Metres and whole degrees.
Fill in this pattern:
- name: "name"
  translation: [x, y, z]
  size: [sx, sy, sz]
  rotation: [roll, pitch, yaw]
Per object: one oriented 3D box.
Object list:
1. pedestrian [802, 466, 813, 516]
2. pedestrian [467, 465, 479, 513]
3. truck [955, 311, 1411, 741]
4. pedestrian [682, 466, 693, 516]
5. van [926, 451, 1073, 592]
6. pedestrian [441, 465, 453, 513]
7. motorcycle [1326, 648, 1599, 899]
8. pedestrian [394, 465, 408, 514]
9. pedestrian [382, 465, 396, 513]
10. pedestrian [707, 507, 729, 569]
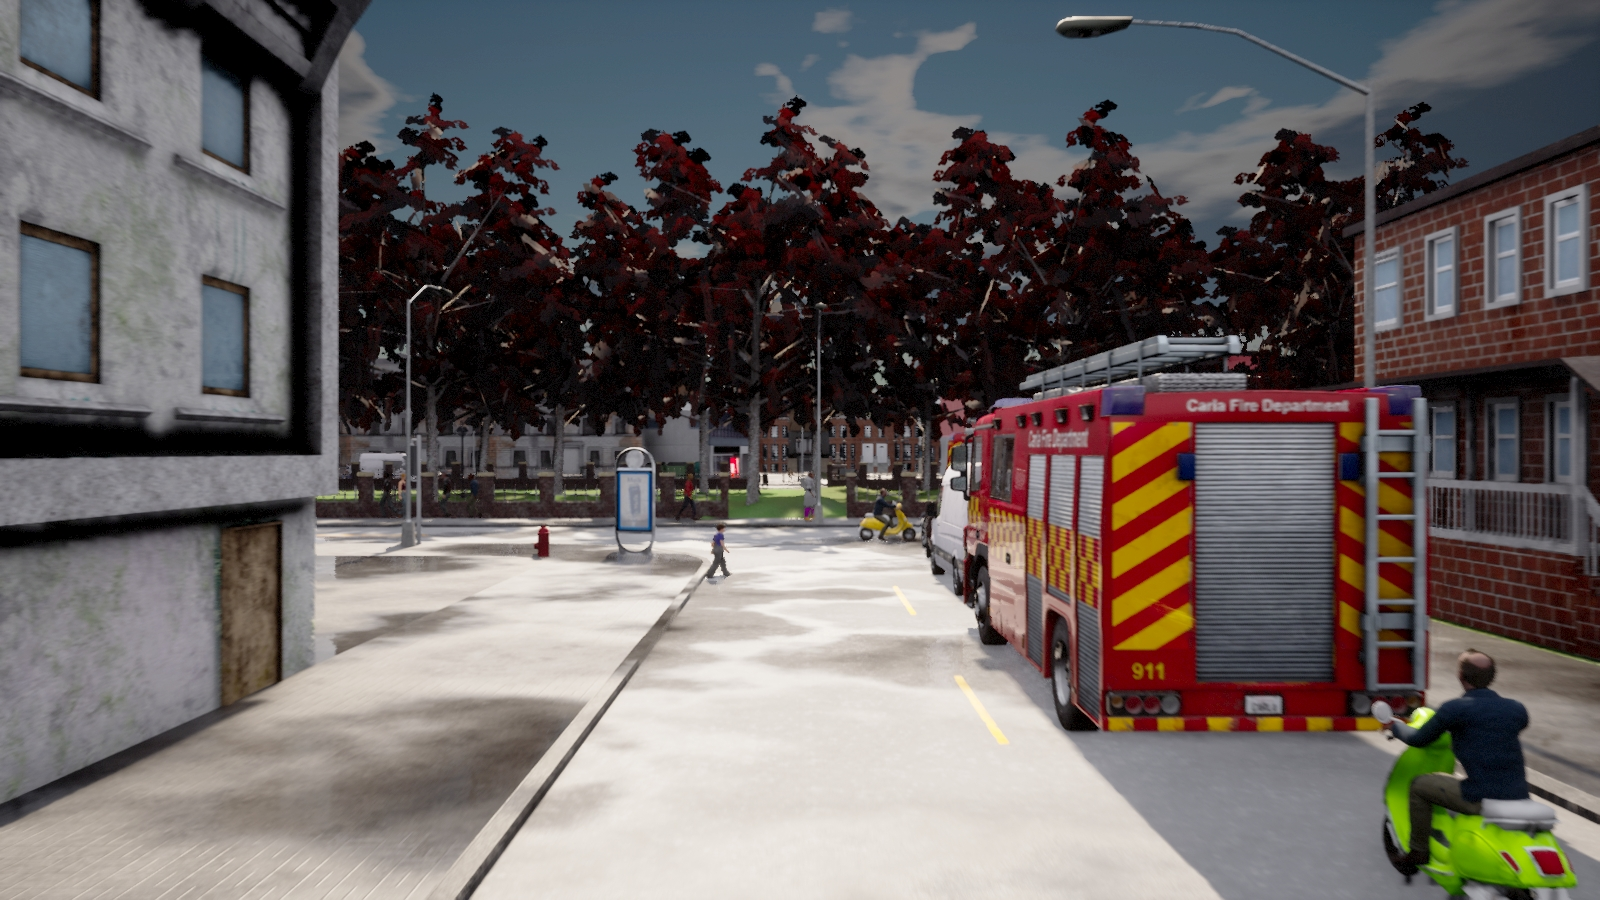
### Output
- name: "pedestrian"
  translation: [0.277, 1.523, 42.903]
  size: [0.375, 1.860, 0.375]
  rotation: [0, 0, 3]
- name: "pedestrian"
  translation: [-12.742, 1.525, 44.548]
  size: [0.375, 1.860, 0.375]
  rotation: [0, 0, -1]
- name: "truck"
  translation: [3.980, 0.671, 14.387]
  size: [2.891, 3.827, 8.468]
  rotation: [0, 0, 0]
- name: "pedestrian"
  translation: [-4.218, 1.523, 42.916]
  size: [0.375, 1.860, 0.375]
  rotation: [0, 0, 2]
- name: "van"
  translation: [3.959, 1.314, 23.785]
  size: [1.988, 2.561, 5.915]
  rotation: [0, 0, 0]
- name: "pedestrian"
  translation: [-13.763, 1.523, 44.526]
  size: [0.375, 1.860, 0.375]
  rotation: [0, 0, 0]
- name: "motorcycle"
  translation: [3.992, 1.962, 6.841]
  size: [0.856, 1.236, 1.805]
  rotation: [0, 0, 0]
- name: "pedestrian"
  translation: [-15.302, 1.525, 43.836]
  size: [0.375, 1.860, 0.375]
  rotation: [0, 0, 11]
- name: "pedestrian"
  translation: [-16.020, 1.525, 44.532]
  size: [0.375, 1.860, 0.375]
  rotation: [0, 0, 1]
- name: "pedestrian"
  translation: [-1.794, 1.908, 24.892]
  size: [0.375, 1.300, 0.375]
  rotation: [0, 0, -23]
